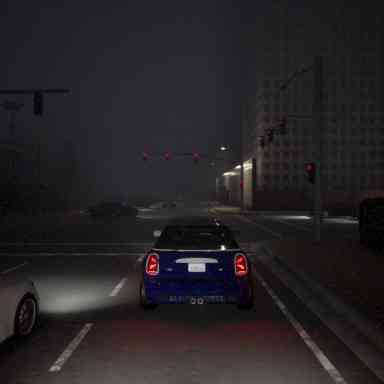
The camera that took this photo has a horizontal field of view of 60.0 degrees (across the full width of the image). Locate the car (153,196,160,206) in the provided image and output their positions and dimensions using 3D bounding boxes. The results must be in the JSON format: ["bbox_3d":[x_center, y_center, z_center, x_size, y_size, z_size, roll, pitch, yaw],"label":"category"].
[{"bbox_3d":[-6.958,1.505,55.158,1.837,1.490,4.892,0,0,0],"label":"car"}]

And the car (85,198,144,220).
[{"bbox_3d":[-6.739,1.550,28.259,1.812,1.442,4.674,1,1,43],"label":"car"}]

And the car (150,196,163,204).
[{"bbox_3d":[-6.898,1.564,65.204,1.994,1.385,4.181,0,0,0],"label":"car"}]

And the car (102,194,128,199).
[{"bbox_3d":[-10.493,1.221,44.032,2.150,2.045,5.566,0,0,0],"label":"car"}]

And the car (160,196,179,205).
[{"bbox_3d":[-3.273,1.600,49.171,1.895,1.301,4.718,0,0,0],"label":"car"}]

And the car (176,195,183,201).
[{"bbox_3d":[-3.317,1.478,82.854,1.882,1.535,5.008,0,0,0],"label":"car"}]

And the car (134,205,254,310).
[{"bbox_3d":[0.101,1.352,7.990,2.097,1.767,4.553,0,0,0],"label":"car"}]

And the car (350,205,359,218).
[{"bbox_3d":[15.861,1.560,26.864,4.892,1.490,1.837,0,0,0],"label":"car"}]

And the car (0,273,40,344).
[{"bbox_3d":[-3.431,1.526,3.560,1.812,1.442,4.674,0,0,1],"label":"car"}]

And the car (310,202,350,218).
[{"bbox_3d":[13.018,1.619,30.365,4.181,1.385,1.994,0,0,0],"label":"car"}]

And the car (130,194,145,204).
[{"bbox_3d":[-10.409,1.352,63.584,2.097,1.767,4.553,0,0,1],"label":"car"}]

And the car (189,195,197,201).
[{"bbox_3d":[0.185,1.540,83.772,2.033,1.411,5.357,0,0,0],"label":"car"}]

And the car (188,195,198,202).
[{"bbox_3d":[0.170,1.355,73.790,2.097,1.767,4.553,0,0,0],"label":"car"}]

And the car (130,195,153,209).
[{"bbox_3d":[-6.983,1.526,46.264,1.812,1.442,4.674,0,0,0],"label":"car"}]
